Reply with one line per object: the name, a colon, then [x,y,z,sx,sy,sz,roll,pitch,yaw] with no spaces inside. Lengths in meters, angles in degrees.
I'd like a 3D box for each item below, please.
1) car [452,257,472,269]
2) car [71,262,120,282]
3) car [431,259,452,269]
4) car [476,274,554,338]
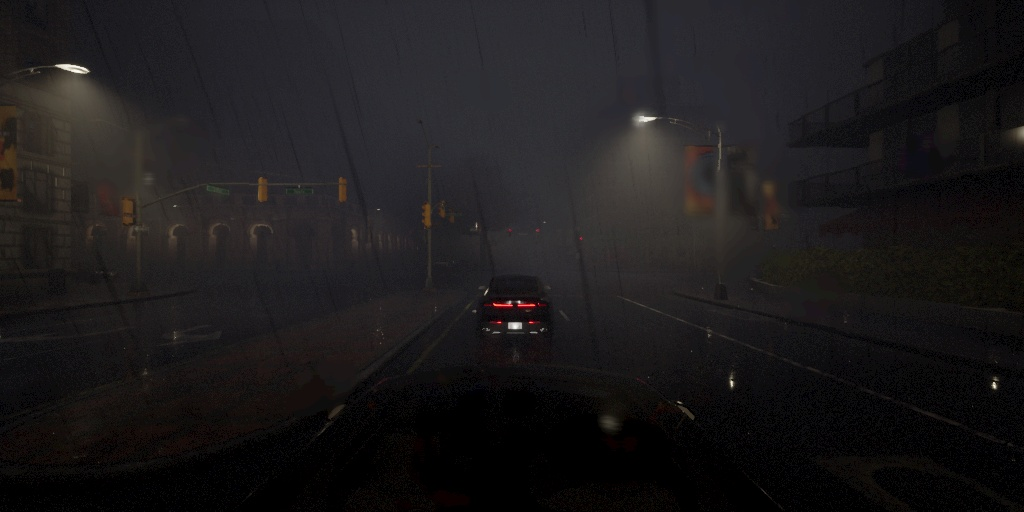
car: [-8.054,1.276,58.349,1.812,1.442,4.674,0,0,0]
car: [-34.270,1.240,28.549,4.902,1.511,2.128,0,0,0]
car: [-11.545,1.276,58.574,1.812,1.442,4.674,0,0,0]
car: [0.077,1.255,10.153,1.837,1.490,4.892,0,0,0]
